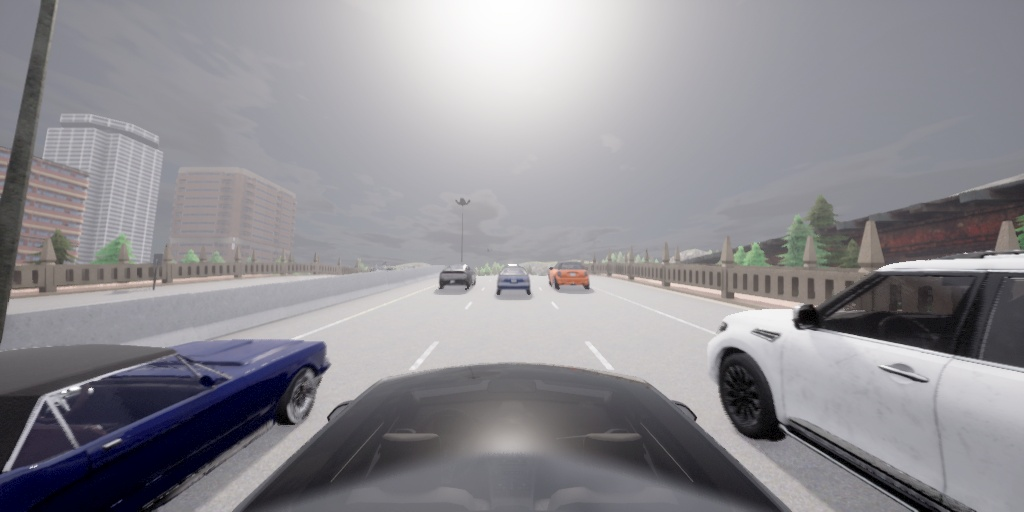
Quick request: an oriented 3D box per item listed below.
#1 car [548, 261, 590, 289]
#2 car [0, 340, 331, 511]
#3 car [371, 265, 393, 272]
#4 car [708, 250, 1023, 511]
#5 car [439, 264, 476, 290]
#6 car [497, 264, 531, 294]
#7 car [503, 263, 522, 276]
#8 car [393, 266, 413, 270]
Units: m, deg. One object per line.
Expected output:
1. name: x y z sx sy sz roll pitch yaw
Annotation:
1. car: 3.587 1.129 23.299 2.097 1.767 4.553 0 0 0
2. car: -3.401 1.352 2.763 1.895 1.301 4.718 0 0 0
3. car: -17.575 2.000 48.744 2.128 1.511 4.902 0 -5 1
4. car: 3.600 0.970 2.243 2.150 2.045 5.566 0 0 0
5. car: -3.413 1.267 22.981 2.128 1.511 4.902 0 0 0
6. car: 0.088 1.320 20.617 2.033 1.411 5.357 0 0 0
7. car: 0.076 1.559 40.138 1.994 1.385 4.181 0 -2 0
8. car: -14.076 2.076 48.789 1.994 1.385 4.181 0 -5 1
